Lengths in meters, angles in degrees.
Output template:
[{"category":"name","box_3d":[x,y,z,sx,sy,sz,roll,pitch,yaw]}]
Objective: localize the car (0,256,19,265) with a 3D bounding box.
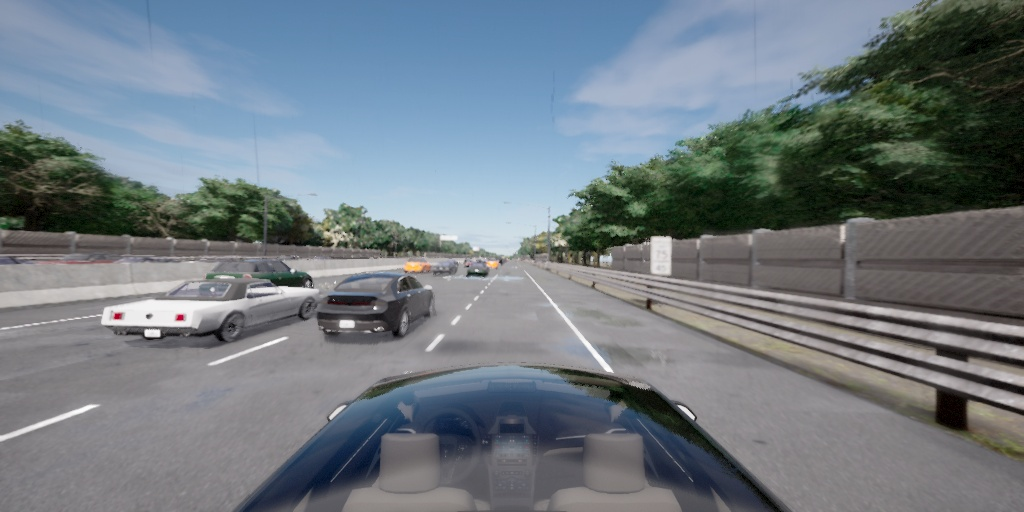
[{"category":"car","box_3d":[-31.501,0.671,21.250,2.033,1.411,5.357,1,0,0]}]

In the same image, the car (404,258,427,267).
[{"category":"car","box_3d":[-10.360,0.992,39.746,2.097,1.767,4.553,1,0,0]}]

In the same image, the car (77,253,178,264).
[{"category":"car","box_3d":[-24.485,0.775,23.638,2.128,1.511,4.902,1,0,0]}]

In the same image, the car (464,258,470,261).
[{"category":"car","box_3d":[-6.851,1.401,61.008,1.895,1.301,4.718,1,0,0]}]

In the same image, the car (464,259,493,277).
[{"category":"car","box_3d":[-3.375,1.345,36.349,1.994,1.385,4.181,1,0,0]}]

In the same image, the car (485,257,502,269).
[{"category":"car","box_3d":[-3.349,1.228,60.939,2.097,1.767,4.553,1,0,0]}]

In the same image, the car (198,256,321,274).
[{"category":"car","box_3d":[-10.440,0.915,15.113,2.097,1.767,4.553,1,0,0]}]

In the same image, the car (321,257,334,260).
[{"category":"car","box_3d":[-24.361,0.851,45.877,2.128,1.511,4.902,1,0,0]}]

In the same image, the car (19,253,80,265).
[{"category":"car","box_3d":[-27.981,0.558,23.501,2.097,1.767,4.553,1,0,0]}]

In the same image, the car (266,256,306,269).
[{"category":"car","box_3d":[-27.869,0.783,44.417,1.837,1.490,4.892,1,-1,0]}]

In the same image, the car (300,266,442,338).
[{"category":"car","box_3d":[-3.476,1.205,10.020,1.837,1.490,4.892,1,0,0]}]

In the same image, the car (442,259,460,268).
[{"category":"car","box_3d":[-10.351,1.272,61.024,2.033,1.411,5.357,1,0,0]}]

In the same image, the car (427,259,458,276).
[{"category":"car","box_3d":[-6.872,1.256,37.216,2.033,1.411,5.357,1,0,0]}]

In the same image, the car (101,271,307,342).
[{"category":"car","box_3d":[-6.981,1.221,9.209,1.895,1.301,4.718,1,0,0]}]
